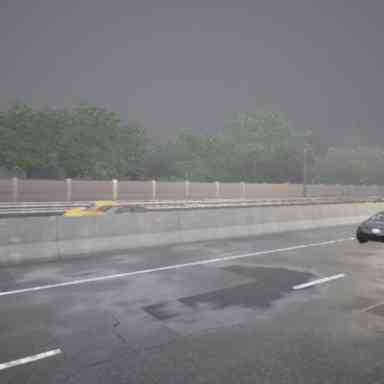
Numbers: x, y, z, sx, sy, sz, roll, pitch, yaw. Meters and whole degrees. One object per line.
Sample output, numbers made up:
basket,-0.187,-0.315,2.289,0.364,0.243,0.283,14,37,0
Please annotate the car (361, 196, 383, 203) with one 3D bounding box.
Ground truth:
car,26.821,1.362,48.886,5.008,1.535,1.882,0,0,-35

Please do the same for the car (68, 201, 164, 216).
car,-3.899,1.455,18.412,5.008,1.535,1.882,-1,0,-35

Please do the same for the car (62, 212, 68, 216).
car,-5.751,1.454,21.389,5.008,1.535,1.882,-1,0,-36

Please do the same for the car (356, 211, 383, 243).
car,9.001,1.517,14.471,4.181,1.385,1.994,0,0,-36

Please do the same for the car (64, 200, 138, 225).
car,-6.759,1.450,24.970,5.008,1.535,1.882,0,0,-35
